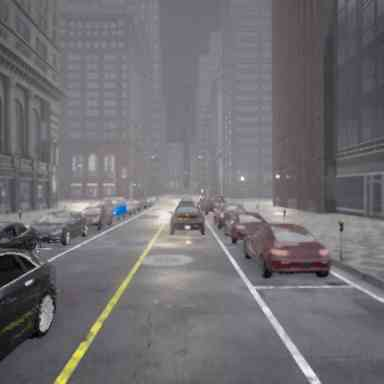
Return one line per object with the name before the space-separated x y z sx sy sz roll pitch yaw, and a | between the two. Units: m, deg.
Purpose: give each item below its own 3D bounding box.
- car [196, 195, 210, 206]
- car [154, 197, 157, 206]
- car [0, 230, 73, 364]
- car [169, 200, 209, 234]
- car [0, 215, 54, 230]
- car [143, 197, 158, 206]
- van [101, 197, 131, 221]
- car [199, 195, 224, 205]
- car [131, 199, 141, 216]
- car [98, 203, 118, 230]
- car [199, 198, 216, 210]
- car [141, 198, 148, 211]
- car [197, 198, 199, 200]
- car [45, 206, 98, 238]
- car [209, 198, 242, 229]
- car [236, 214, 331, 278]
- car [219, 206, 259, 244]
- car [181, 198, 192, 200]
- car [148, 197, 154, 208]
car | 1.752 1.370 54.858 1.967 1.590 4.097 -1 0 -1
car | -6.665 1.536 49.062 1.947 1.339 4.313 -1 0 -1
car | -3.153 1.512 3.784 1.837 1.490 4.892 0 0 -1
car | -0.252 1.478 18.889 1.837 1.490 4.892 0 1 -1
car | -5.929 1.575 9.613 1.947 1.339 4.313 0 0 -1
car | -6.770 1.517 54.698 2.008 1.369 4.403 -1 0 -1
van | -6.246 1.329 26.520 1.690 1.788 3.998 0 0 -1
car | 2.171 1.260 32.317 2.192 1.841 5.009 -1 0 -1
car | -6.347 1.507 31.986 1.752 1.417 4.829 -1 0 -1
car | -6.139 1.576 20.885 1.802 1.307 4.206 0 0 -1
car | 1.963 1.502 43.588 1.947 1.339 4.313 -1 0 -1
car | -6.455 1.559 37.791 1.802 1.307 4.206 -1 0 -1
car | 2.066 1.255 37.953 2.192 1.841 5.009 -1 0 -1
car | -6.034 1.552 15.248 2.008 1.369 4.403 0 0 -1
car | 2.383 1.397 21.048 1.967 1.590 4.097 0 0 -1
car | 2.595 1.554 9.777 1.802 1.307 4.206 0 0 -1
car | 2.489 1.546 15.413 1.802 1.307 4.206 0 0 -1
car | -0.633 1.454 39.881 1.837 1.490 4.892 0 0 -1
car | -6.560 1.539 43.427 1.947 1.339 4.313 -1 0 -1
